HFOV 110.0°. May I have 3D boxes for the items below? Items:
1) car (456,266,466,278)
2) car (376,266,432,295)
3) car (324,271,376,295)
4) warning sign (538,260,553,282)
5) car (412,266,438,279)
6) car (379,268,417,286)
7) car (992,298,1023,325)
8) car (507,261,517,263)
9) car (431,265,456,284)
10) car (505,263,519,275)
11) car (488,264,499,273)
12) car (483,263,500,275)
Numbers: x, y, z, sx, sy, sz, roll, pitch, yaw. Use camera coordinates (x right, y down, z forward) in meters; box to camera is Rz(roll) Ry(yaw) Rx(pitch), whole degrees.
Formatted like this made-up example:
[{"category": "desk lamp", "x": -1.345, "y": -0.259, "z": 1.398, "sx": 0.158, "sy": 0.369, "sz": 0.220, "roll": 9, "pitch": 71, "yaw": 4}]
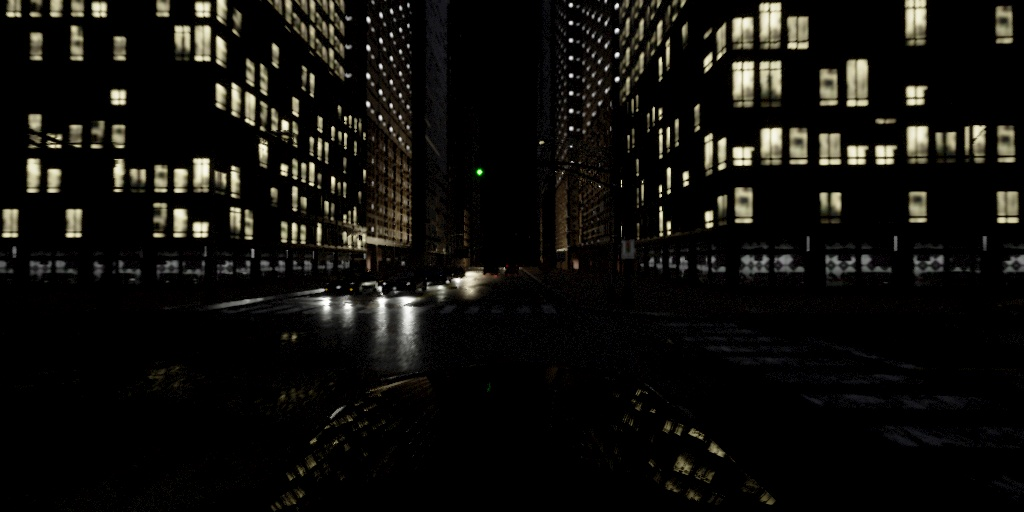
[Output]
[{"category": "car", "x": -6.590, "y": 1.916, "z": 42.364, "sx": 1.994, "sy": 1.385, "sz": 4.181, "roll": 0, "pitch": -1, "yaw": 1}, {"category": "car", "x": -6.601, "y": 1.573, "z": 22.514, "sx": 1.812, "sy": 1.442, "sz": 4.674, "roll": 0, "pitch": -1, "yaw": 0}, {"category": "car", "x": -9.852, "y": 1.609, "z": 22.378, "sx": 1.994, "sy": 1.385, "sz": 4.181, "roll": 0, "pitch": -1, "yaw": 0}, {"category": "warning sign", "x": 2.848, "y": 1.279, "z": 30.327, "sx": 1.300, "sy": 1.860, "sz": 1.060, "roll": 0, "pitch": 0, "yaw": 0}, {"category": "car", "x": -9.855, "y": 1.858, "z": 41.131, "sx": 1.812, "sy": 1.442, "sz": 4.674, "roll": 0, "pitch": -1, "yaw": 0}, {"category": "car", "x": -9.845, "y": 1.743, "z": 31.286, "sx": 1.994, "sy": 1.385, "sz": 4.181, "roll": 0, "pitch": -1, "yaw": 0}, {"category": "car", "x": 17.087, "y": 1.402, "z": 10.341, "sx": 4.829, "sy": 1.417, "sz": 1.751, "roll": 0, "pitch": 0, "yaw": 2}, {"category": "car", "x": -0.005, "y": 1.921, "z": 63.381, "sx": 2.150, "sy": 2.045, "sz": 5.566, "roll": 0, "pitch": -1, "yaw": 0}, {"category": "car", "x": -6.602, "y": 1.673, "z": 32.387, "sx": 1.882, "sy": 1.535, "sz": 5.008, "roll": 0, "pitch": -1, "yaw": 0}, {"category": "car", "x": -0.004, "y": 2.096, "z": 53.345, "sx": 1.994, "sy": 1.385, "sz": 4.181, "roll": 0, "pitch": -1, "yaw": 0}, {"category": "car", "x": -3.236, "y": 2.224, "z": 63.127, "sx": 1.812, "sy": 1.442, "sz": 4.674, "roll": 0, "pitch": -1, "yaw": 0}, {"category": "car", "x": -3.149, "y": 1.881, "z": 53.188, "sx": 2.097, "sy": 1.767, "sz": 4.553, "roll": 0, "pitch": -1, "yaw": -1}]
